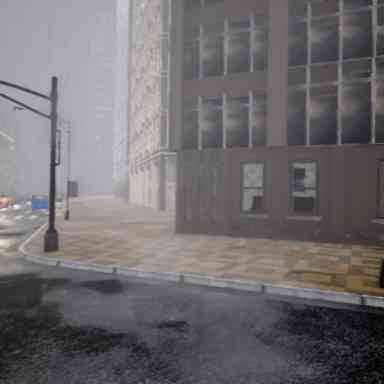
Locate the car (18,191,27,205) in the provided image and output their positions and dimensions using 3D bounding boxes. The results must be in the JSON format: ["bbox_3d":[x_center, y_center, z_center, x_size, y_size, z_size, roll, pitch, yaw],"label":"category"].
[{"bbox_3d":[-25.970,1.044,49.401,2.128,1.511,4.902,1,0,-18],"label":"car"}]

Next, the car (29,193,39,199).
[{"bbox_3d":[-39.948,0.942,84.202,1.802,1.307,4.206,1,0,-18],"label":"car"}]

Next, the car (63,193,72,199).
[{"bbox_3d":[-32.455,1.068,86.641,1.947,1.339,4.313,1,0,-18],"label":"car"}]

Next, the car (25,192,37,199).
[{"bbox_3d":[-38.225,0.813,78.922,1.967,1.590,4.097,1,0,-18],"label":"car"}]

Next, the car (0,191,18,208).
[{"bbox_3d":[-22.947,0.956,40.035,2.097,1.767,4.553,1,0,-18],"label":"car"}]

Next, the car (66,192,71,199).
[{"bbox_3d":[-27.296,0.864,70.808,2.192,1.841,5.009,1,0,-18],"label":"car"}]

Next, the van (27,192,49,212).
[{"bbox_3d":[-15.264,1.090,33.849,1.690,1.788,3.998,1,0,-18],"label":"van"}]

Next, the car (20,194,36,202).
[{"bbox_3d":[-28.986,1.067,58.812,1.994,1.385,4.181,1,0,-18],"label":"car"}]

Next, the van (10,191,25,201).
[{"bbox_3d":[-33.067,0.773,63.088,1.690,1.788,3.998,1,0,-18],"label":"van"}]

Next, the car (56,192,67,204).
[{"bbox_3d":[-22.143,1.172,54.968,1.887,1.381,4.507,1,0,-18],"label":"car"}]
